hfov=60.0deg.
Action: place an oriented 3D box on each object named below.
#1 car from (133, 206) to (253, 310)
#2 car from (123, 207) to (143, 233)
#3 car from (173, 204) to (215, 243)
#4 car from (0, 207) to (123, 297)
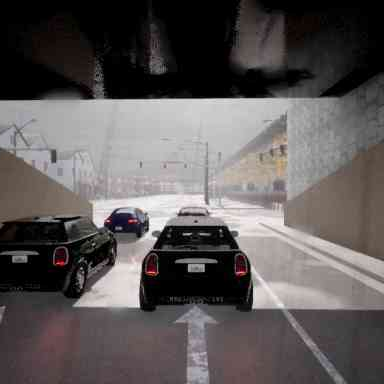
[{"bbox_3d":[0.080,1.352,7.955,2.097,1.767,4.553,0,0,0],"label":"car"},{"bbox_3d":[-3.411,1.526,17.769,1.812,1.442,4.674,0,0,0],"label":"car"},{"bbox_3d":[0.089,1.478,17.223,1.882,1.535,5.008,0,0,0],"label":"car"},{"bbox_3d":[-3.414,1.352,8.718,2.097,1.767,4.553,0,0,0],"label":"car"}]
